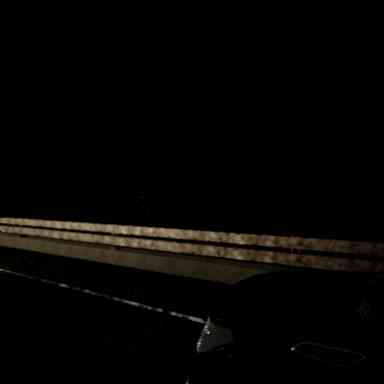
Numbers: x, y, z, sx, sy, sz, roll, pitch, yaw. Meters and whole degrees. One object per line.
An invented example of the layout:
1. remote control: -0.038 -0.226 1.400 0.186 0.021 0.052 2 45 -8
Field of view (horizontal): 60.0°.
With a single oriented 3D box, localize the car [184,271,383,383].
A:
1. car: 2.587 1.212 2.148 5.566 2.045 2.150 0 0 35
